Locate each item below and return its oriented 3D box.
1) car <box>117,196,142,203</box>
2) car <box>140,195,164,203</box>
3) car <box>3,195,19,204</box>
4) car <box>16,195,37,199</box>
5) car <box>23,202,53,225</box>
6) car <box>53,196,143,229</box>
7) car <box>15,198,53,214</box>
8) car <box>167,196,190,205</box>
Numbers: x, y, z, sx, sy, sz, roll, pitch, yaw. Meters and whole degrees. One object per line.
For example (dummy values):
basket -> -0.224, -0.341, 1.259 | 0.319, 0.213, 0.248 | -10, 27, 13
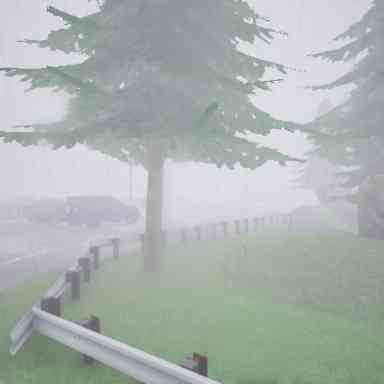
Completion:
car -> -11.733, 1.413, 62.888 | 1.895, 1.301, 4.718 | 1, 0, 36
car -> -7.472, 1.367, 62.799 | 1.812, 1.442, 4.674 | 1, 0, 36
car -> -23.704, 1.164, 46.266 | 2.097, 1.767, 4.553 | 1, 0, 36
car -> -16.773, 1.391, 37.921 | 2.128, 1.511, 4.902 | 1, 0, 36
car -> -9.222, 1.618, 24.073 | 1.895, 1.301, 4.718 | 1, 0, 36
car -> -6.039, 1.268, 22.504 | 2.150, 2.045, 5.566 | 1, 0, 36
car -> -11.251, 1.480, 27.253 | 2.128, 1.511, 4.902 | 1, 0, 36
car -> -2.301, 1.377, 58.007 | 1.882, 1.535, 5.008 | 1, 0, 36
